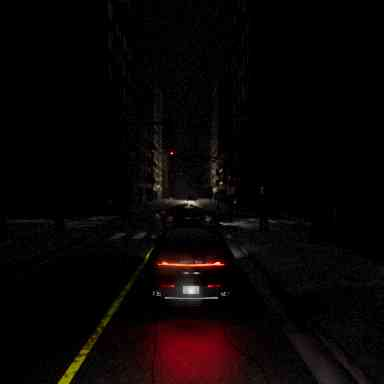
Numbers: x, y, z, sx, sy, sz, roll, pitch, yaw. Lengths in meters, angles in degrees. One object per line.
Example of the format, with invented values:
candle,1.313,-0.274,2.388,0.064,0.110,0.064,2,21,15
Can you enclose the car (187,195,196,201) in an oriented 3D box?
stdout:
car,-0.166,1.497,82.423,2.097,1.767,4.553,0,0,0

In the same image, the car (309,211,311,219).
car,12.301,1.724,27.523,5.008,1.535,1.882,1,0,-1

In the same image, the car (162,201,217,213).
car,-0.138,1.585,24.207,4.181,1.385,1.994,0,0,-1

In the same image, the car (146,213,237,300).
car,-0.016,1.507,8.371,1.837,1.490,4.892,0,0,0
